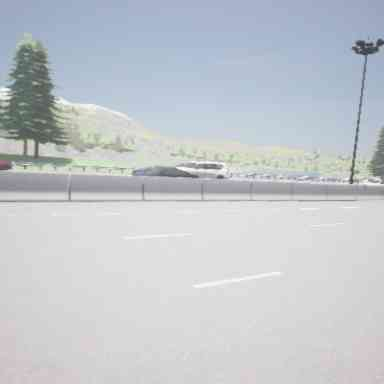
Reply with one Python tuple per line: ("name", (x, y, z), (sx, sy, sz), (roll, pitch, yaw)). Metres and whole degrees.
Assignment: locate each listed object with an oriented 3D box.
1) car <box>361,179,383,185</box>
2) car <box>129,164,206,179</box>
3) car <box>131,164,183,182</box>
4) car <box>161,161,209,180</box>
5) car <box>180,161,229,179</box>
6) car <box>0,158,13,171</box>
("car", (20.181, -0.681, 36.424), (4.674, 1.442, 1.812), (1, 7, -31))
("car", (-1.896, -0.991, 22.903), (5.008, 1.535, 1.882), (1, 7, -32))
("car", (-3.155, -1.732, 30.293), (4.181, 1.385, 1.994), (1, 7, -32))
("car", (-0.755, -2.318, 35.808), (4.553, 1.767, 2.097), (1, 7, -31))
("car", (0.567, -1.623, 28.456), (5.566, 2.045, 2.150), (1, 7, -32))
("car", (-16.462, -2.294, 26.200), (4.181, 1.385, 1.994), (1, 7, -32))
